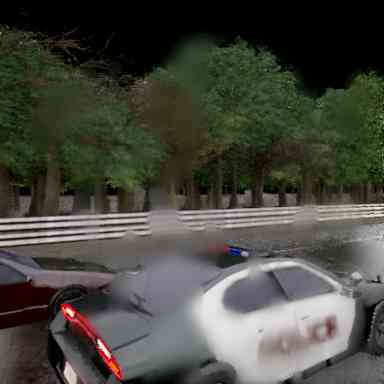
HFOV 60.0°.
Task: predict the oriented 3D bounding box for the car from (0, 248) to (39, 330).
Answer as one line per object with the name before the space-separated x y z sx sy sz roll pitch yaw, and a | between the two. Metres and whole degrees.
car | -3.855 1.540 5.274 5.357 1.411 2.033 0 0 -35

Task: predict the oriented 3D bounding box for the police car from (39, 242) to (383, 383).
police car | 0.863 1.500 4.469 4.974 1.542 2.038 0 0 -35
